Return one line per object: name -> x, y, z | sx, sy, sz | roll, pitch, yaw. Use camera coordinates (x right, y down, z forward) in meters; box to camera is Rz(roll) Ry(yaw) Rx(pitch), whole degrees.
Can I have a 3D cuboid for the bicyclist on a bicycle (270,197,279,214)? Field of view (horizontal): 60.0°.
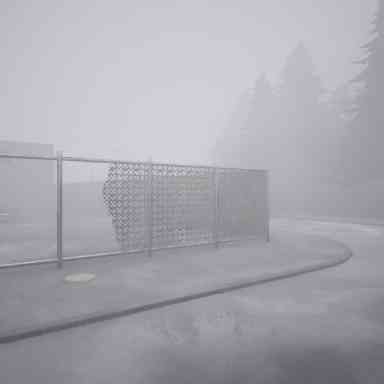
bicyclist on a bicycle -> 7.887, 1.349, 32.412 | 1.656, 1.620, 0.582 | 0, 0, -35
